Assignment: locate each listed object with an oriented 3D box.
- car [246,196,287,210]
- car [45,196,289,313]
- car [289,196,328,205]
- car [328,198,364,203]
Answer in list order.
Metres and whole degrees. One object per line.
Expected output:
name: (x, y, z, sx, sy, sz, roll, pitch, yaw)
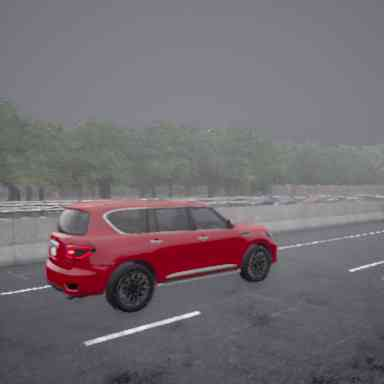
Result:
car: (9.140, 1.255, 40.605, 4.902, 1.511, 2.128, 0, 0, -35)
car: (-0.444, 1.188, 7.864, 5.566, 2.045, 2.150, -1, 0, -36)
car: (12.776, 1.233, 34.608, 5.008, 1.535, 1.882, 0, 0, -35)
car: (15.628, 1.307, 32.339, 4.181, 1.385, 1.994, 0, 0, -35)
